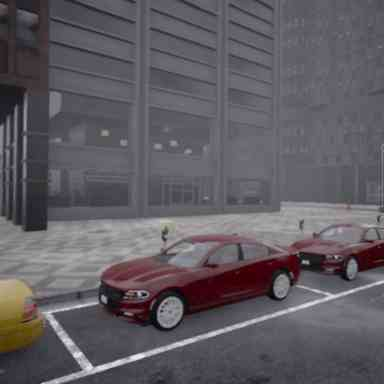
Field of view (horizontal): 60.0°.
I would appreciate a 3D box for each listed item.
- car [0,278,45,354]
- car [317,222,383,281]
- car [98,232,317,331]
[{"bbox_3d":[-4.279,1.512,3.608,4.829,1.417,1.752,1,0,-35],"label":"car"},{"bbox_3d":[4.853,1.633,10.126,4.507,1.381,1.887,1,0,-35],"label":"car"},{"bbox_3d":[0.356,1.583,6.917,4.507,1.381,1.887,1,0,-35],"label":"car"}]
